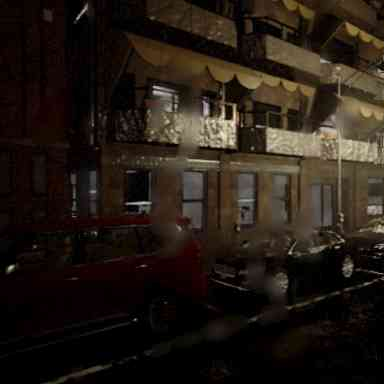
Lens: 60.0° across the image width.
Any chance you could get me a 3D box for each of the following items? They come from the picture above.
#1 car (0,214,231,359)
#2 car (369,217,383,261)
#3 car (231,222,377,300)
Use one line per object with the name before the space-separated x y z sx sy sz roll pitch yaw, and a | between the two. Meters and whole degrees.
car | -2.048 1.317 5.108 5.009 1.841 2.192 0 0 -36
car | 6.941 1.562 11.542 4.403 1.369 2.008 0 0 -36
car | 2.447 1.557 8.324 4.403 1.369 2.008 0 0 -36
